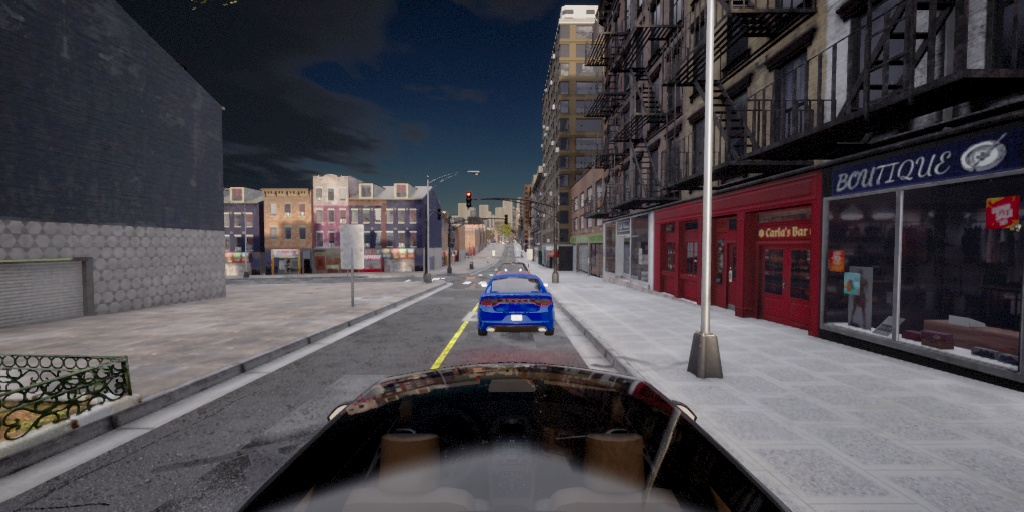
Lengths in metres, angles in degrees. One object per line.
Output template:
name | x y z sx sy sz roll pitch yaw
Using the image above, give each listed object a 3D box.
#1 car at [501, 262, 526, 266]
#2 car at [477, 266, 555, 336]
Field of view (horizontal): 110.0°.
car | 0.056 1.109 20.465 2.097 1.767 4.553 0 0 0
car | 0.089 1.229 10.472 1.882 1.535 5.008 0 0 0
